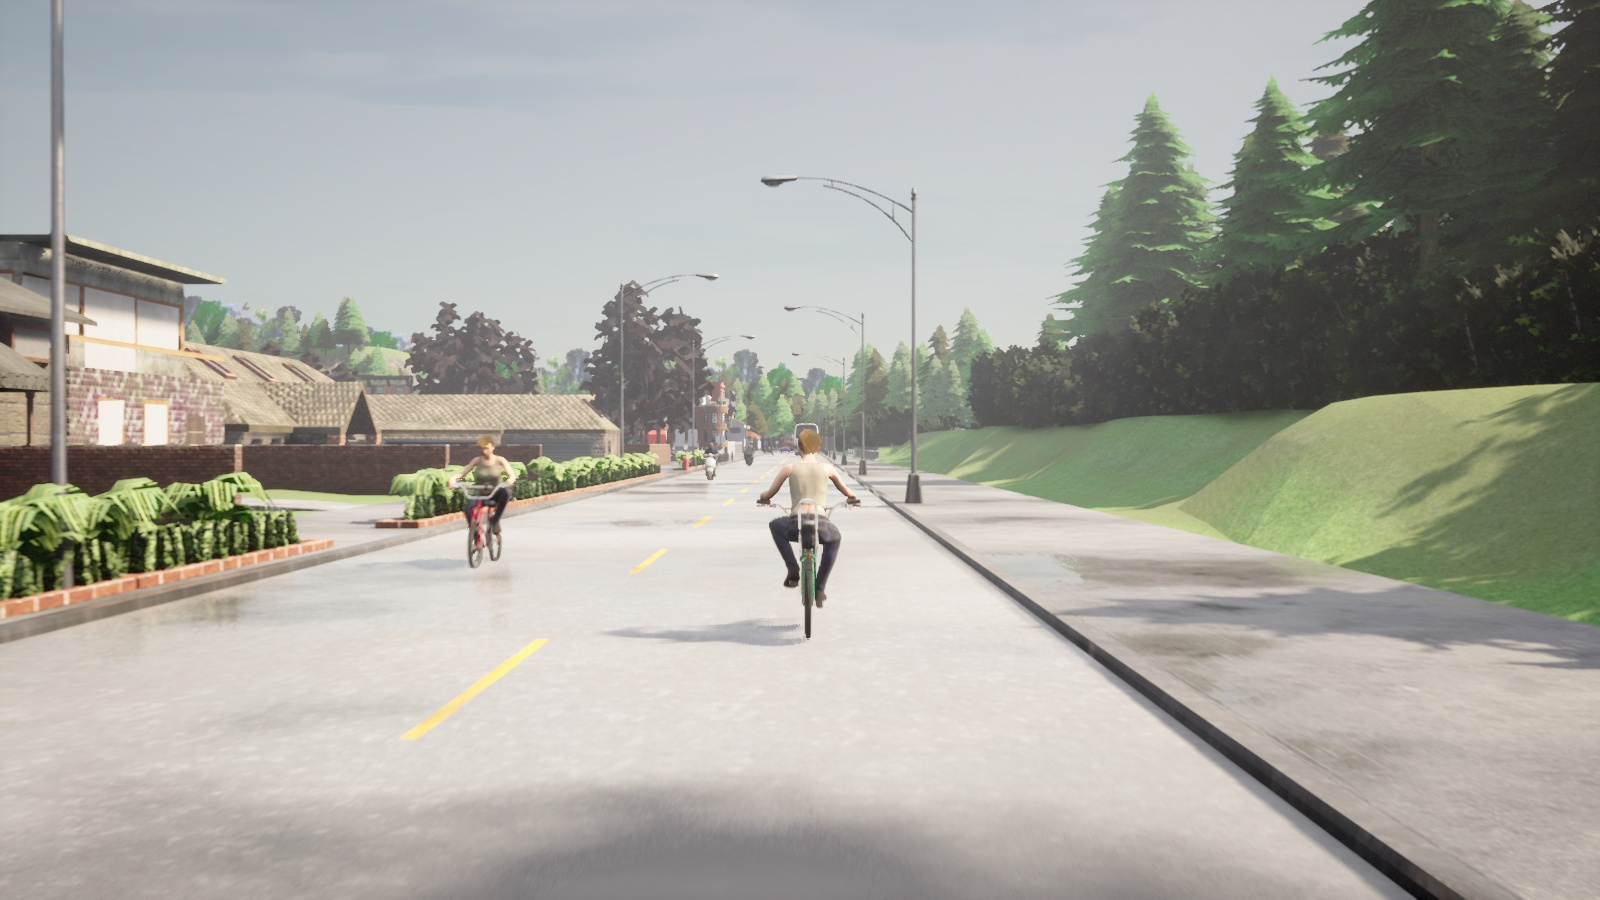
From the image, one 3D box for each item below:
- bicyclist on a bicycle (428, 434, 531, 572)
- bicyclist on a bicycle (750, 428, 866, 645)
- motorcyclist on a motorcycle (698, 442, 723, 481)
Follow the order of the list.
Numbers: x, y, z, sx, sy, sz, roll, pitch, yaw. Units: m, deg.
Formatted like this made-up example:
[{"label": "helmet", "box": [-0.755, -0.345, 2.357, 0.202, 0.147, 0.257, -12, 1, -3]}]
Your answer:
[{"label": "bicyclist on a bicycle", "box": [-3.897, 0.616, 15.384, 0.866, 1.612, 1.509, 0, 0, 0]}, {"label": "bicyclist on a bicycle", "box": [0.068, 0.641, 10.105, 0.866, 1.612, 1.509, 0, 0, 1]}, {"label": "motorcyclist on a motorcycle", "box": [-3.691, 0.479, 51.921, 0.866, 1.590, 1.817, 0, 0, 0]}]
